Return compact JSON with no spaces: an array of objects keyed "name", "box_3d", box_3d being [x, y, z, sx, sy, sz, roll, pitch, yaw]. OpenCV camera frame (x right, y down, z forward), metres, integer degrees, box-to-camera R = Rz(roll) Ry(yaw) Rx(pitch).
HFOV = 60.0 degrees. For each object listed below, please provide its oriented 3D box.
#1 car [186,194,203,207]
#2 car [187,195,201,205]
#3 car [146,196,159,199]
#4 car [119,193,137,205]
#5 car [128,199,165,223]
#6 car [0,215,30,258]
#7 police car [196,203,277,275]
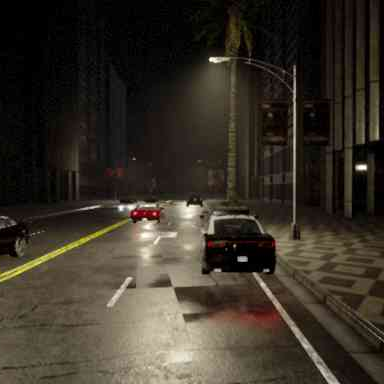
[{"name":"car","box_3d":[0.363,1.044,43.718,2.097,1.767,4.553,0,0,1]},{"name":"car","box_3d":[0.334,1.177,53.141,2.033,1.411,5.357,0,0,0]},{"name":"car","box_3d":[-6.253,1.239,51.882,1.895,1.301,4.718,0,0,1]},{"name":"car","box_3d":[-9.518,1.253,49.792,1.895,1.301,4.718,0,0,1]},{"name":"car","box_3d":[-3.004,1.429,23.619,1.895,1.301,4.718,0,0,0]},{"name":"car","box_3d":[-6.543,1.420,9.561,2.128,1.511,4.902,0,0,0]},{"name":"police car","box_3d":[1.200,1.347,10.353,1.930,1.638,5.238,0,0,0]}]
